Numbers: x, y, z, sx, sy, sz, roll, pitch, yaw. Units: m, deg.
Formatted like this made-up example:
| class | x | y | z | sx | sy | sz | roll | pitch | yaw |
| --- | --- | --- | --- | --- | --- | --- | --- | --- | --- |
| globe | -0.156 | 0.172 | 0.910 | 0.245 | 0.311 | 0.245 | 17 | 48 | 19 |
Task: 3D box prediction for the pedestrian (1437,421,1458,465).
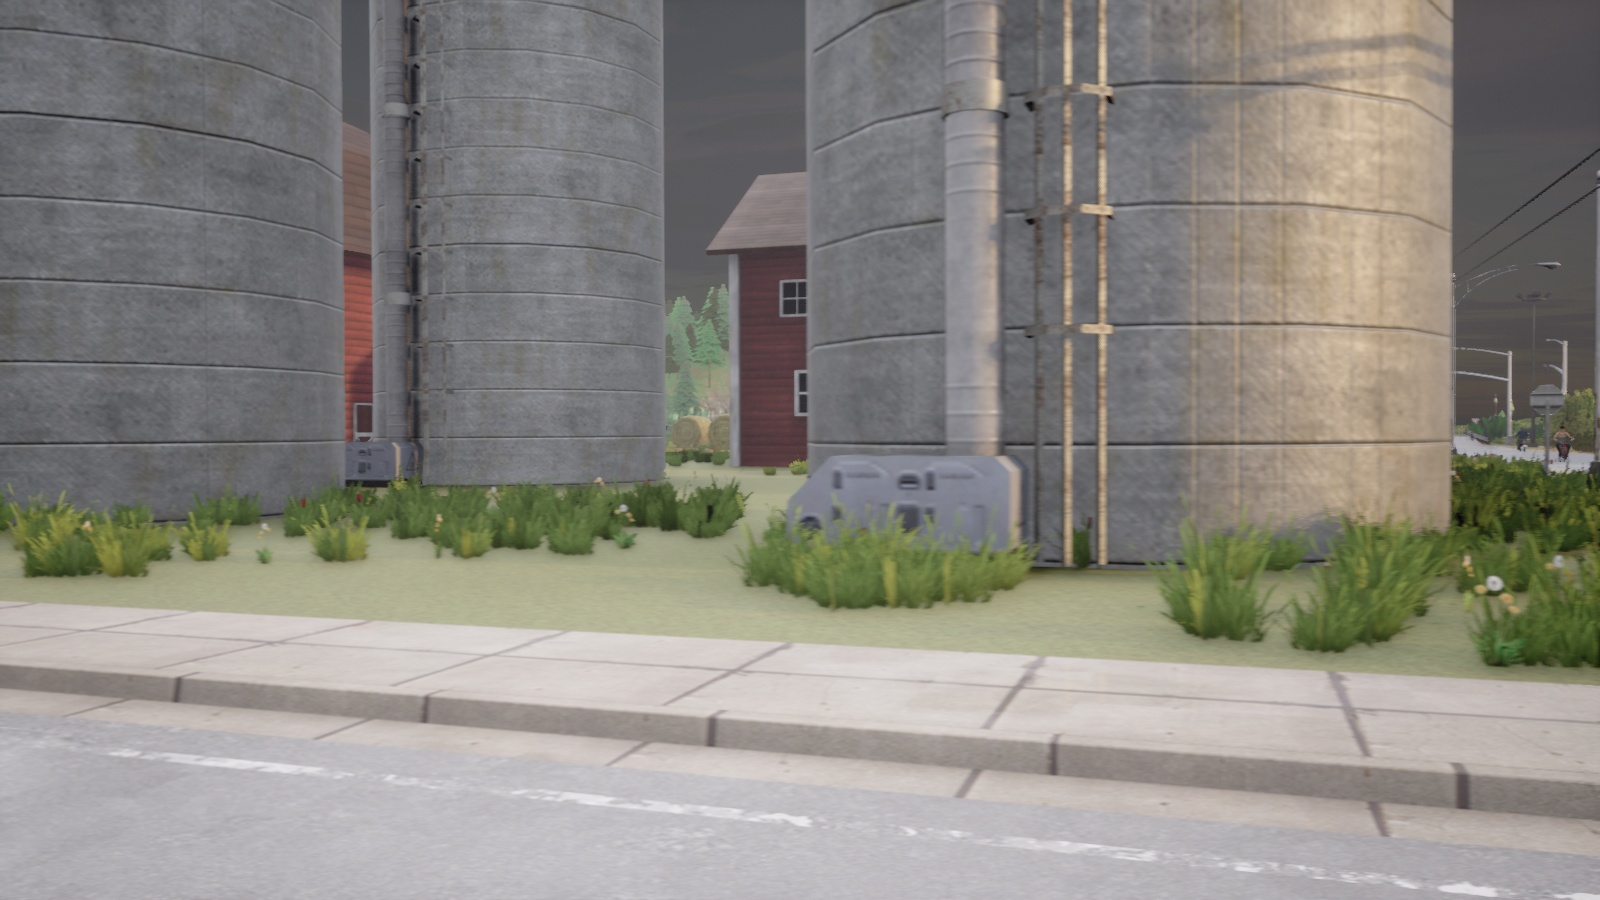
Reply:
| class | x | y | z | sx | sy | sz | roll | pitch | yaw |
| --- | --- | --- | --- | --- | --- | --- | --- | --- | --- |
| pedestrian | 27.260 | -0.285 | 52.869 | 0.706 | 1.836 | 0.354 | 0 | 1 | 5 |
